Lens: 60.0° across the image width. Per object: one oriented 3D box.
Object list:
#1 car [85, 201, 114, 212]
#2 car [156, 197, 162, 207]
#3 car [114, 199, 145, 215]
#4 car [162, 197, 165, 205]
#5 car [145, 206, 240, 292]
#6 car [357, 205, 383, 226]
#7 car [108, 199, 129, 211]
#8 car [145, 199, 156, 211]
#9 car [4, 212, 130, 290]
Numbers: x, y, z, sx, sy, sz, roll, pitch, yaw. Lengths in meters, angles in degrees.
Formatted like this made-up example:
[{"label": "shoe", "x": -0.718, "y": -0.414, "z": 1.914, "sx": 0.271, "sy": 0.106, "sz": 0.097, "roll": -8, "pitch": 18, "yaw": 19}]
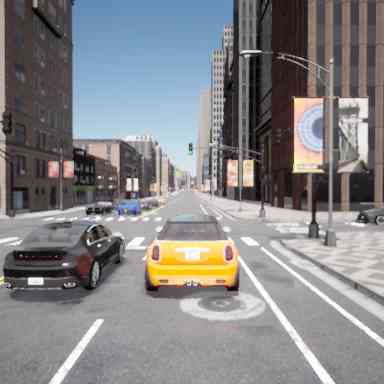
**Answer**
[{"label": "car", "x": -9.869, "y": 1.772, "z": 35.613, "sx": 1.895, "sy": 1.301, "sz": 4.718, "roll": 0, "pitch": 0, "yaw": 0}, {"label": "car", "x": -6.614, "y": 1.833, "z": 55.318, "sx": 1.994, "sy": 1.385, "sz": 4.181, "roll": 0, "pitch": 0, "yaw": 0}, {"label": "car", "x": -6.616, "y": 1.649, "z": 35.714, "sx": 1.882, "sy": 1.535, "sz": 5.008, "roll": 0, "pitch": 0, "yaw": 0}, {"label": "car", "x": -6.541, "y": 1.805, "z": 67.975, "sx": 1.882, "sy": 1.535, "sz": 5.008, "roll": 0, "pitch": 0, "yaw": 0}, {"label": "car", "x": 0.027, "y": 1.391, "z": 9.198, "sx": 2.097, "sy": 1.767, "sz": 4.553, "roll": 0, "pitch": 0, "yaw": 1}, {"label": "car", "x": 13.975, "y": 1.573, "z": 23.379, "sx": 4.181, "sy": 1.385, "sz": 1.994, "roll": 0, "pitch": 1, "yaw": 0}, {"label": "car", "x": -9.869, "y": 1.725, "z": 45.100, "sx": 1.837, "sy": 1.490, "sz": 4.892, "roll": 0, "pitch": 0, "yaw": 0}, {"label": "car", "x": -6.614, "y": 1.712, "z": 45.273, "sx": 2.128, "sy": 1.511, "sz": 4.902, "roll": 0, "pitch": 0, "yaw": 0}, {"label": "car", "x": -3.160, "y": 1.546, "z": 9.141, "sx": 1.837, "sy": 1.490, "sz": 4.892, "roll": 0, "pitch": 0, "yaw": 0}]
